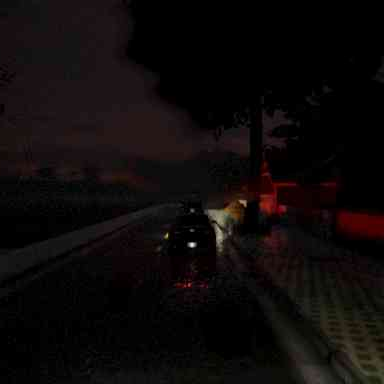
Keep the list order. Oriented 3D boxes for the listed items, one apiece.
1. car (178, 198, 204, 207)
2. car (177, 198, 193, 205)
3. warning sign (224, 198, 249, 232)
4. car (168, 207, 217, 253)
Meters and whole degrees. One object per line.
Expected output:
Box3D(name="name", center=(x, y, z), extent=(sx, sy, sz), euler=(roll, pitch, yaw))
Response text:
Box3D(name="car", center=(0.012, 1.580, 29.080), extent=(2.097, 1.767, 4.553), euler=(0, -1, 0))
Box3D(name="car", center=(-1.454, 2.049, 72.436), extent=(2.033, 1.411, 5.357), euler=(0, -1, 15))
Box3D(name="warning sign", center=(2.514, 1.277, 19.036), extent=(1.300, 1.860, 1.060), euler=(-1, -1, 0))
Box3D(name="car", center=(0.008, 1.633, 14.299), extent=(1.837, 1.490, 4.892), euler=(0, 0, 0))
